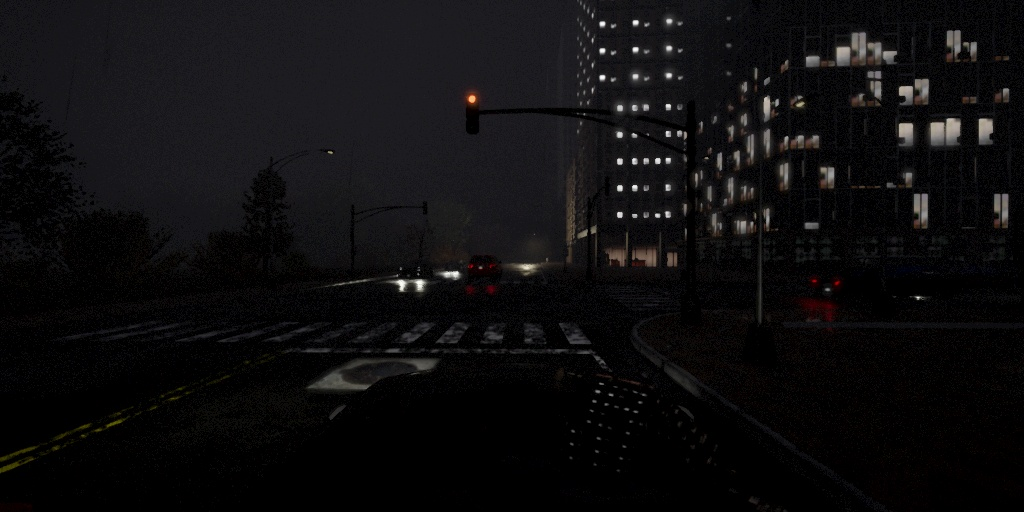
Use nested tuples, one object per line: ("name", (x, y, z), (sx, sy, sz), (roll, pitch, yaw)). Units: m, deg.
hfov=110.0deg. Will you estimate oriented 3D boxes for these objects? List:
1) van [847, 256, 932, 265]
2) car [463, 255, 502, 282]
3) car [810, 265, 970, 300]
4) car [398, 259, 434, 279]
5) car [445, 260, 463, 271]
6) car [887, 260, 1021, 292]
("van", (22.115, 0.856, 21.096), (3.998, 1.789, 1.690), (0, 0, 4))
("car", (-2.099, 0.959, 28.741), (2.150, 2.045, 5.566), (0, 0, 3))
("car", (16.230, 1.184, 15.724), (4.718, 1.301, 1.895), (0, 0, 6))
("car", (-8.584, 1.096, 32.434), (2.097, 1.767, 4.553), (0, 0, 4))
("car", (-7.636, 1.237, 47.834), (2.128, 1.511, 4.902), (0, 0, 4))
("car", (22.853, 1.066, 18.325), (5.357, 1.411, 2.033), (0, 0, 4))
